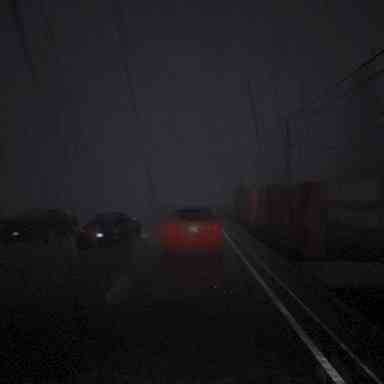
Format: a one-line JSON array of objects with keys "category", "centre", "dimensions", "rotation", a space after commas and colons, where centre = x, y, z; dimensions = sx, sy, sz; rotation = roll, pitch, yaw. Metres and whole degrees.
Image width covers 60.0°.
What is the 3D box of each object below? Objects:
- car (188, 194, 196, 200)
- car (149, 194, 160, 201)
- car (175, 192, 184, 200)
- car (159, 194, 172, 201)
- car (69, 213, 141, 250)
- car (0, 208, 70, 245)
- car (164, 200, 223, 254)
[{"category": "car", "centre": [0.004, 1.644, 89.272], "dimensions": [1.994, 1.385, 4.181], "rotation": [0, 0, 0]}, {"category": "car", "centre": [-10.496, 1.646, 89.337], "dimensions": [1.994, 1.385, 4.181], "rotation": [0, 0, 0]}, {"category": "car", "centre": [-3.496, 1.438, 88.330], "dimensions": [2.097, 1.767, 4.553], "rotation": [0, 0, 0]}, {"category": "car", "centre": [-6.996, 1.690, 89.049], "dimensions": [1.895, 1.301, 4.718], "rotation": [0, 0, 0]}, {"category": "car", "centre": [-3.427, 1.580, 14.355], "dimensions": [1.994, 1.385, 4.181], "rotation": [0, 0, 0]}, {"category": "car", "centre": [-6.922, 1.495, 15.580], "dimensions": [1.882, 1.535, 5.008], "rotation": [0, 0, 0]}, {"category": "car", "centre": [0.067, 1.366, 13.722], "dimensions": [2.097, 1.767, 4.553], "rotation": [0, 0, 0]}]
